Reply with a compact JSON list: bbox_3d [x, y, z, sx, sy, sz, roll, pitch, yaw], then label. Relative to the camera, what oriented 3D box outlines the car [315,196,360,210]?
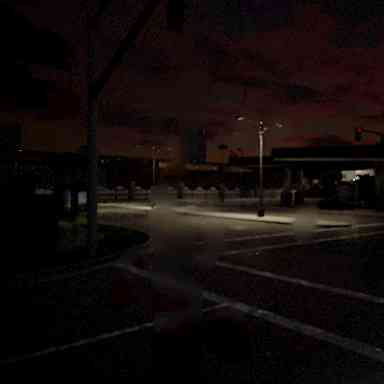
[{"bbox_3d":[17.430,1.334,40.751,2.242,1.667,4.611,0,0,-35],"label":"car"}]

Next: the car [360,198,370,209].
[{"bbox_3d":[21.686,1.500,44.684,1.970,1.475,3.806,0,0,-35],"label":"car"}]
